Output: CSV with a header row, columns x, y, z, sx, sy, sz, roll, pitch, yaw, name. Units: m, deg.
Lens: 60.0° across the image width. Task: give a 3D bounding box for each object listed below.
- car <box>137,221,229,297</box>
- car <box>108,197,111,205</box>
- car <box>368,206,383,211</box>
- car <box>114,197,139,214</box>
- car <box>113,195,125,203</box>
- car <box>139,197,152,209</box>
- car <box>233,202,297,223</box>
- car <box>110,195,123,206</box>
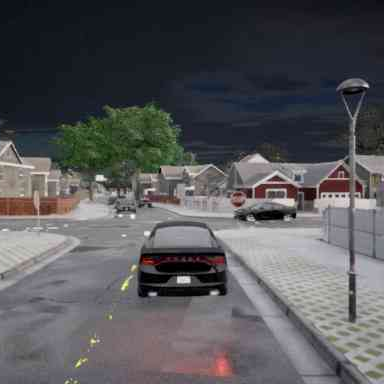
x,y,z,sx,sy,sz,roll,pitch,yaw,name
-0.271,1.474,8.633,1.882,1.535,5.008,0,0,-3,car
-13.460,1.562,57.301,2.033,1.411,5.357,0,0,-20,car
17.074,1.699,28.898,4.674,1.442,1.812,0,1,-16,car
-7.138,1.571,36.023,1.994,1.385,4.181,0,0,-13,car
-15.596,1.476,70.946,1.882,1.535,5.008,0,0,-20,car
-6.735,1.497,46.173,1.837,1.490,4.892,0,0,-16,car
5.648,1.535,25.837,5.008,1.535,1.882,1,1,-15,car
-9.761,1.558,46.067,2.033,1.411,5.357,0,0,-17,car
